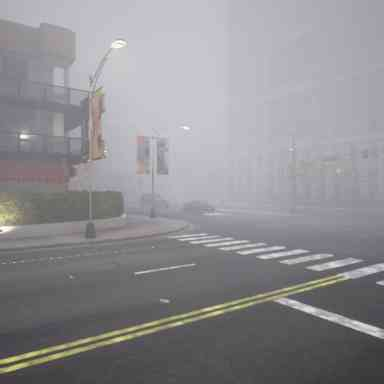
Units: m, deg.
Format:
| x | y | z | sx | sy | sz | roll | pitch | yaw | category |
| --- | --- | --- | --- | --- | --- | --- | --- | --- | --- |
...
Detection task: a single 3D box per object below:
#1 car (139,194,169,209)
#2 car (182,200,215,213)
| x | y | z | sx | sy | sz | roll | pitch | yaw | category |
| --- | --- | --- | --- | --- | --- | --- | --- | --- | --- |
| -5.237 | 1.228 | 45.321 | 2.150 | 2.045 | 5.566 | 0 | 0 | -35 | car |
| 0.702 | 1.571 | 36.686 | 1.994 | 1.385 | 4.181 | 0 | 0 | -35 | car |
